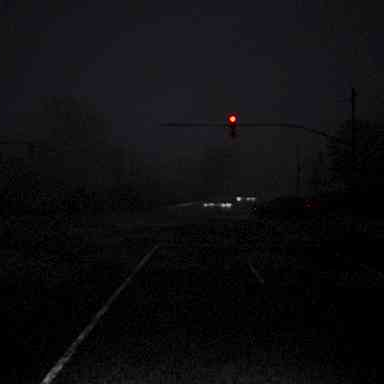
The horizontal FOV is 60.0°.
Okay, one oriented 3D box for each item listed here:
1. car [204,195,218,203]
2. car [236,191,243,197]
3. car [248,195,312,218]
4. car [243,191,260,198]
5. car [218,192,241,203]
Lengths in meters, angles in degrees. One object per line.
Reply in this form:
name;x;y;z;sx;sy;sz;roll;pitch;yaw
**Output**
car;4.003;1.366;65.036;2.033;1.411;5.357;0;2;24
car;11.196;0.510;78.861;1.837;1.490;4.892;0;3;30
car;8.635;1.529;32.217;5.566;2.045;2.150;0;-1;4
car;14.271;0.530;77.184;2.033;1.411;5.357;0;3;30
car;7.162;1.311;63.409;2.128;1.511;4.902;0;2;24
